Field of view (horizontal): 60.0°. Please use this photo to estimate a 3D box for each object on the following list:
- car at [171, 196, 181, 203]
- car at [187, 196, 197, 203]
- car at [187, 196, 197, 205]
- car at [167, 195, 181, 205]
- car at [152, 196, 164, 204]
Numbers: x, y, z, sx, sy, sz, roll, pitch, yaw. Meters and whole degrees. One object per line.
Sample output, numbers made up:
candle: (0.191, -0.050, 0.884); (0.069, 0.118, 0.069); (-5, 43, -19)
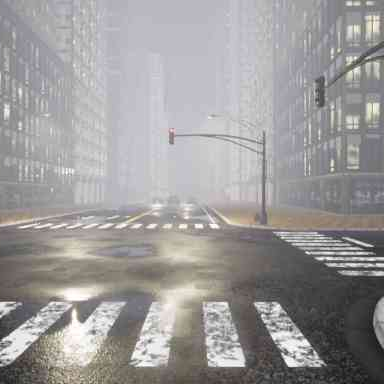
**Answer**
car: (-3.271, 1.565, 70.162); (1.895, 1.301, 4.718); (0, 0, 0)
car: (-0.020, 1.541, 70.549); (1.994, 1.385, 4.181); (0, 0, 0)
car: (-0.018, 1.703, 60.577); (1.895, 1.301, 4.718); (0, 0, 0)
car: (-3.268, 1.453, 60.101); (2.097, 1.767, 4.553); (0, 0, 0)
car: (-6.519, 1.608, 64.298); (2.128, 1.511, 4.902); (0, 0, 0)
